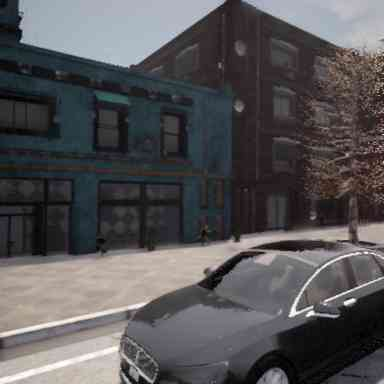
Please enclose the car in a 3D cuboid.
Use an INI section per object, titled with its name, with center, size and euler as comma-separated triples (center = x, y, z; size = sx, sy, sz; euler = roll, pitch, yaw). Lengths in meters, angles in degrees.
[car]
center = 1.410, 1.515, 4.676
size = 4.892, 1.490, 1.837
euler = -1, 0, -35
